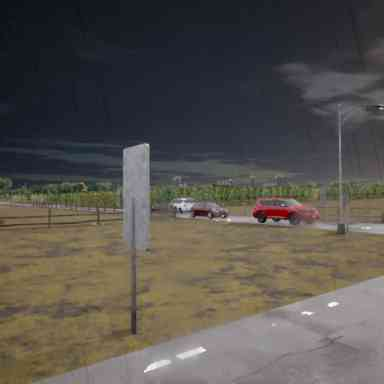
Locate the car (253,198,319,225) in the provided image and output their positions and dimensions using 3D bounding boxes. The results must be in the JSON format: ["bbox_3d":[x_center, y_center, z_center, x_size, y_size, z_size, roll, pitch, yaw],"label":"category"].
[{"bbox_3d":[7.446,1.517,26.990,2.150,2.045,5.566,0,-1,-36],"label":"car"}]

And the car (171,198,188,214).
[{"bbox_3d":[-1.647,1.891,44.632,2.150,2.045,5.566,0,-1,-36],"label":"car"}]

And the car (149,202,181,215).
[{"bbox_3d":[-3.818,2.268,42.617,1.895,1.301,4.718,0,-1,-36],"label":"car"}]

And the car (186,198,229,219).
[{"bbox_3d":[1.773,1.833,34.862,2.097,1.767,4.553,0,-1,-36],"label":"car"}]
